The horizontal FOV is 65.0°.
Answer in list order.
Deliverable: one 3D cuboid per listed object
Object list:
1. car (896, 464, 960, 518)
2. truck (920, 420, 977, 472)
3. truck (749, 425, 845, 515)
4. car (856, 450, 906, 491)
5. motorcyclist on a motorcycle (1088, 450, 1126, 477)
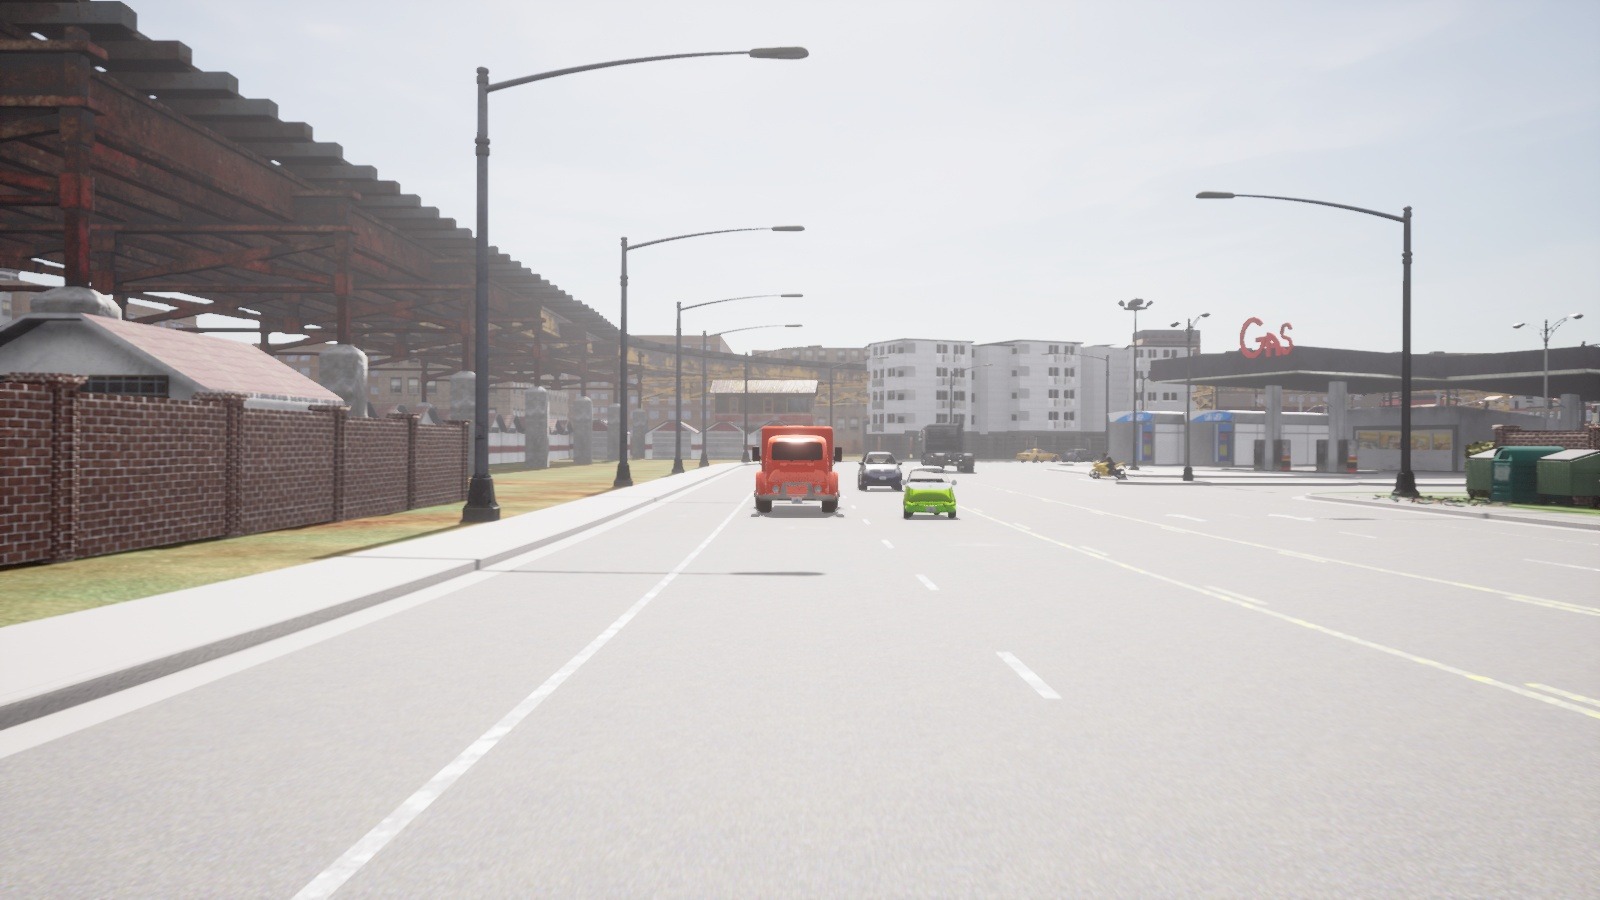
[{"bbox_3d":[3.425,1.087,33.803,1.481,1.376,2.207,0,0,0],"label":"car"},{"bbox_3d":[10.273,-0.284,87.551,2.891,3.462,7.936,0,0,-1],"label":"truck"},{"bbox_3d":[-0.085,0.541,37.092,2.627,2.467,5.204,0,0,0],"label":"truck"},{"bbox_3d":[3.381,0.821,52.928,1.851,1.617,3.988,0,0,0],"label":"car"},{"bbox_3d":[17.144,0.752,70.202,2.044,1.523,0.797,0,-1,12],"label":"motorcyclist on a motorcycle"}]
